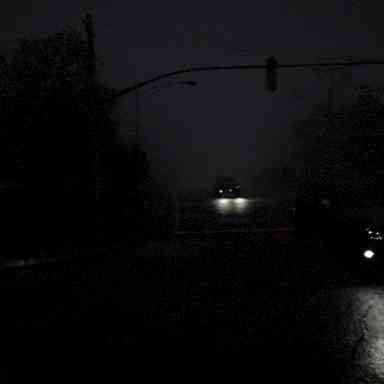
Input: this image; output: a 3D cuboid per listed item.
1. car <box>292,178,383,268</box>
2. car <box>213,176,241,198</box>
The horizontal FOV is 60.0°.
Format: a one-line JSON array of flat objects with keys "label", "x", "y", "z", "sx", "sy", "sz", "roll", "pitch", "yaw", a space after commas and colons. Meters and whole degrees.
[{"label": "car", "x": 4.521, "y": 0.667, "z": 9.315, "sx": 2.150, "sy": 2.045, "sz": 5.566, "roll": -2, "pitch": 3, "yaw": 0}, {"label": "car", "x": 3.488, "y": -0.649, "z": 34.373, "sx": 2.150, "sy": 2.045, "sz": 5.566, "roll": -2, "pitch": 3, "yaw": -4}]
